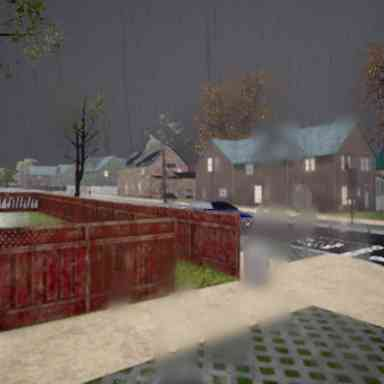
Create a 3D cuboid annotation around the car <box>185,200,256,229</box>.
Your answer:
[{"bbox_3d":[1.358,1.194,18.059,1.812,1.442,4.674,-1,4,-36],"label":"car"}]
